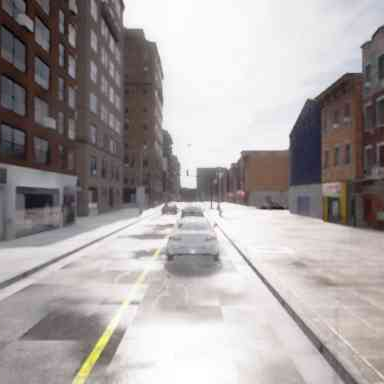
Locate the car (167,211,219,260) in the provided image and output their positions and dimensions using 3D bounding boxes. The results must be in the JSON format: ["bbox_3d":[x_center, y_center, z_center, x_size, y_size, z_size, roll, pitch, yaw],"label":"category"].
[{"bbox_3d":[0.053,1.682,12.977,1.812,1.442,4.674,0,0,1],"label":"car"}]

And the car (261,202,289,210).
[{"bbox_3d":[13.224,2.327,53.002,4.313,1.339,1.947,0,-1,0],"label":"car"}]

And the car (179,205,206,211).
[{"bbox_3d":[0.048,1.834,27.350,1.837,1.490,4.892,0,0,1],"label":"car"}]

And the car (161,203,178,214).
[{"bbox_3d":[-2.785,2.098,41.729,1.895,1.301,4.718,0,-1,1],"label":"car"}]
